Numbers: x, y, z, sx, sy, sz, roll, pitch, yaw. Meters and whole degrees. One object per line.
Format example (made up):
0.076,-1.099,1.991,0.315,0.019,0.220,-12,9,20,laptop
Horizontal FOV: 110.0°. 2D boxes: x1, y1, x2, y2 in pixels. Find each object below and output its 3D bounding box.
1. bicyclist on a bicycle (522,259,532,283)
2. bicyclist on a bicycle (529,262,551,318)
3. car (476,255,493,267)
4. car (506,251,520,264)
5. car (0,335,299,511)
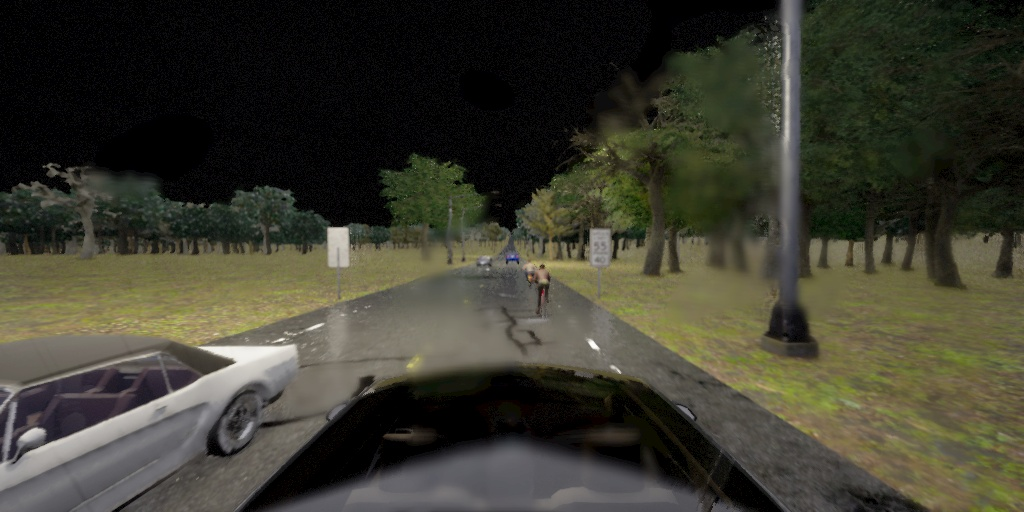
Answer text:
0.965,0.957,19.631,0.866,1.612,1.509,0,1,0,bicyclist on a bicycle
0.963,1.078,11.288,0.582,1.620,1.656,0,1,0,bicyclist on a bicycle
-3.571,0.678,46.788,2.128,1.511,4.902,0,1,0,car
0.093,0.238,61.556,2.150,2.045,5.566,0,1,0,car
-3.599,1.344,2.245,1.895,1.301,4.718,0,1,0,car
